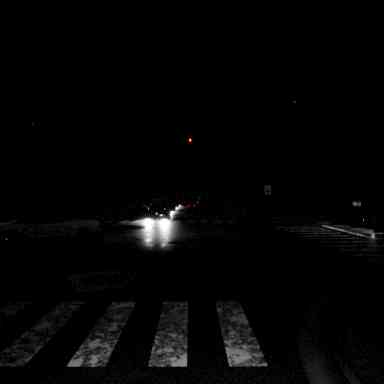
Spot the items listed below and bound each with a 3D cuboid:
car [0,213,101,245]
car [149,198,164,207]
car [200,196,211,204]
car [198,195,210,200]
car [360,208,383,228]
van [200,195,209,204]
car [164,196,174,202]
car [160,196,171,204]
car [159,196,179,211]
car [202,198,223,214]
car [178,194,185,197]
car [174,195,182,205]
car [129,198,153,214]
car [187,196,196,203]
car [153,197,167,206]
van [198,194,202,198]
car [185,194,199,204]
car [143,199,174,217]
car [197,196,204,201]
[{"bbox_3d":[-6.687,1.619,15.494,4.718,1.301,1.895,0,0,-22],"label":"car"},{"bbox_3d":[-5.576,1.650,52.643,1.802,1.307,4.206,0,0,0],"label":"car"},{"bbox_3d":[2.433,1.639,47.109,1.802,1.307,4.206,0,0,0],"label":"car"},{"bbox_3d":[2.449,1.634,52.620,1.947,1.339,4.313,0,0,0],"label":"car"},{"bbox_3d":[13.058,1.456,20.587,4.892,1.490,1.837,0,0,0],"label":"car"},{"bbox_3d":[2.498,1.449,69.152,1.690,1.788,3.998,0,0,0],"label":"van"},{"bbox_3d":[-5.493,1.690,80.197,2.008,1.369,4.403,0,0,0],"label":"car"},{"bbox_3d":[-5.526,1.548,69.176,1.967,1.590,4.097,0,0,0],"label":"car"},{"bbox_3d":[-3.066,1.612,41.944,1.994,1.385,4.181,0,0,1],"label":"car"},{"bbox_3d":[2.399,1.604,36.087,1.947,1.339,4.313,0,0,0],"label":"car"},{"bbox_3d":[-2.962,1.581,62.009,2.128,1.511,4.902,0,0,1],"label":"car"},{"bbox_3d":[-3.036,1.630,51.929,1.994,1.385,4.181,0,0,0],"label":"car"},{"bbox_3d":[-5.625,1.478,36.112,1.967,1.590,4.097,0,0,0],"label":"car"},{"bbox_3d":[-0.116,1.675,74.015,1.994,1.385,4.181,0,0,0],"label":"car"},{"bbox_3d":[-5.559,1.631,58.154,2.008,1.369,4.403,0,0,0],"label":"car"},{"bbox_3d":[2.466,1.421,58.130,1.690,1.788,3.998,0,0,0],"label":"van"},{"bbox_3d":[-0.051,1.585,63.859,2.128,1.511,4.902,0,0,0],"label":"car"},{"bbox_3d":[-3.119,1.633,31.989,1.895,1.301,4.718,0,0,1],"label":"car"},{"bbox_3d":[2.152,1.693,90.056,1.812,1.442,4.674,0,0,0],"label":"car"}]
